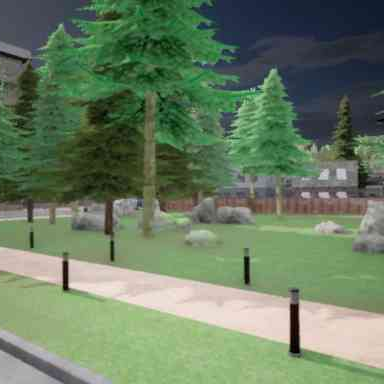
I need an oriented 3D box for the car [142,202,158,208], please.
[{"bbox_3d":[-7.773,1.972,56.824,1.812,1.442,4.674,-1,-1,37],"label":"car"}]
